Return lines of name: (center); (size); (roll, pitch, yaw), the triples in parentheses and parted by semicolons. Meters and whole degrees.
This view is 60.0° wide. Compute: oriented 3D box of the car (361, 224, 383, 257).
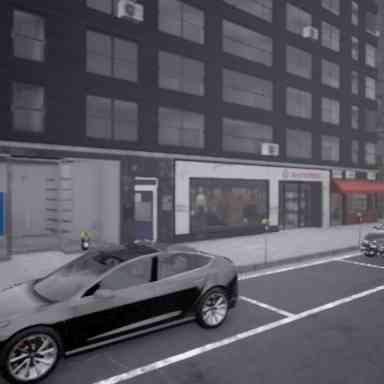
car: (7.665, 1.553, 11.666); (4.403, 1.369, 2.008); (0, 0, -36)

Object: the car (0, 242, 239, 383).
car: (-1.138, 1.566, 5.376); (4.313, 1.339, 1.947); (0, 0, -36)
